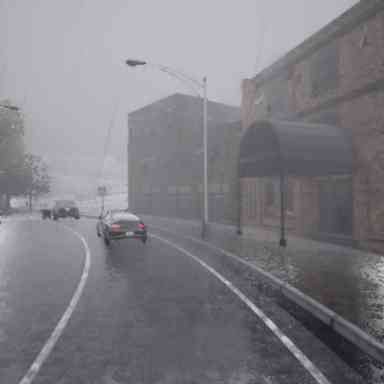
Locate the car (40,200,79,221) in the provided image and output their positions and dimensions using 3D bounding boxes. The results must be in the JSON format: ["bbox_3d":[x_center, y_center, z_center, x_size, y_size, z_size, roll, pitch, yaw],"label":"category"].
[{"bbox_3d":[-11.349,1.470,28.397,2.097,1.767,4.553,0,-1,-39],"label":"car"}]

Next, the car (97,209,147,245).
[{"bbox_3d":[-3.378,1.548,15.737,1.812,1.442,4.674,0,0,-21],"label":"car"}]
